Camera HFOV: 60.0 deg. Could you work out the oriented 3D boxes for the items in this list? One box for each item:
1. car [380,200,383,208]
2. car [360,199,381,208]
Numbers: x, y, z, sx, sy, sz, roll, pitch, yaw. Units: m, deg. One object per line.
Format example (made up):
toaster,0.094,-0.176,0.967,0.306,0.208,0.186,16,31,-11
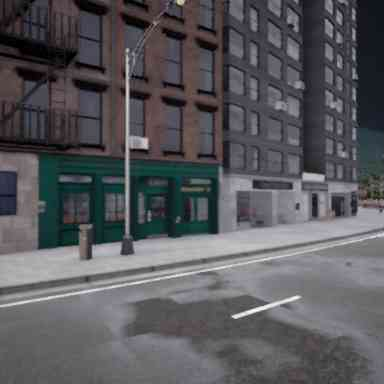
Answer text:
car,37.897,2.788,63.210,1.812,1.442,4.674,0,-1,15
car,42.078,2.749,78.460,2.150,2.045,5.566,0,-1,15
